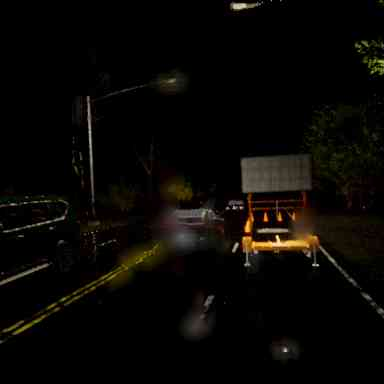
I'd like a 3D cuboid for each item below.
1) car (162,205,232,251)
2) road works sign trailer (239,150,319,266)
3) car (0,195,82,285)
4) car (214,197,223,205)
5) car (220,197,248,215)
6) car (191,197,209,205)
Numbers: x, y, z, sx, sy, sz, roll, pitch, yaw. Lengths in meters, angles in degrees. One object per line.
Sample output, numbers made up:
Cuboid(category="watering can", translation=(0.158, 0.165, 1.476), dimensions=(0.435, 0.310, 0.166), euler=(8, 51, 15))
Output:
Cuboid(category="car", translation=(0.211, 1.469, 13.582), dimensions=(2.128, 1.511, 4.902), euler=(-2, -4, 12))
Cuboid(category="road works sign trailer", translation=(2.916, 0.430, 11.429), dimensions=(2.380, 3.560, 2.880), euler=(-3, 0, 13))
Cuboid(category="car", translation=(-4.636, 1.139, 7.374), dimensions=(2.150, 2.045, 5.566), euler=(1, 2, 12))
Cuboid(category="car", translation=(4.495, 1.386, 48.844), dimensions=(1.994, 1.385, 4.181), euler=(-2, 0, 13))
Cuboid(category="car", translation=(4.309, 1.429, 32.159), dimensions=(2.033, 1.411, 5.357), euler=(-3, 0, 12))
Cuboid(category="car", translation=(1.204, 1.444, 49.036), dimensions=(1.882, 1.535, 5.008), euler=(-3, 0, 13))
